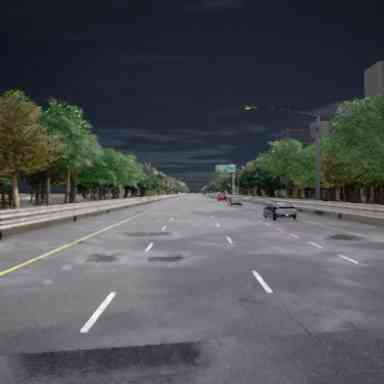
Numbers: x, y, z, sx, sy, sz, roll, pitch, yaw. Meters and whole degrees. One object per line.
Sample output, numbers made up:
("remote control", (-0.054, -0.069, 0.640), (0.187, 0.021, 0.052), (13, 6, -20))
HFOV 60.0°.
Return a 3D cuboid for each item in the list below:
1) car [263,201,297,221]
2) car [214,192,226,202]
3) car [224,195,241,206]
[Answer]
("car", (7.035, 1.508, 26.943), (2.128, 1.511, 4.902), (0, 0, 0))
("car", (7.348, 1.304, 81.558), (2.150, 2.045, 5.566), (0, 0, 1))
("car", (7.164, 1.599, 56.509), (2.033, 1.411, 5.357), (0, 0, 0))
